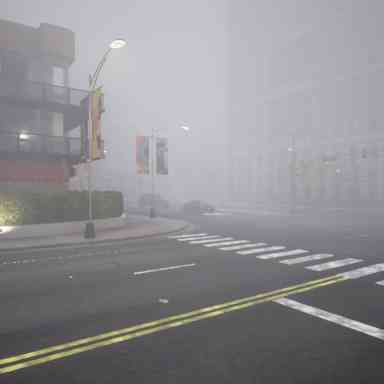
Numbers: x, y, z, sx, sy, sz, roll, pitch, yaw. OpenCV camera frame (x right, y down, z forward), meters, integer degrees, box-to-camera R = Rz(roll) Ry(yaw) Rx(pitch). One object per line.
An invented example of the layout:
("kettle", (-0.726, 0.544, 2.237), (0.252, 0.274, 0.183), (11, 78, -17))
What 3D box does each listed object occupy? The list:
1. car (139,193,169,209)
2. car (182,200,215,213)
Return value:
("car", (-5.262, 1.221, 45.308), (2.150, 2.045, 5.566), (0, 0, -35))
("car", (0.678, 1.564, 36.675), (1.994, 1.385, 4.181), (0, 0, -35))
